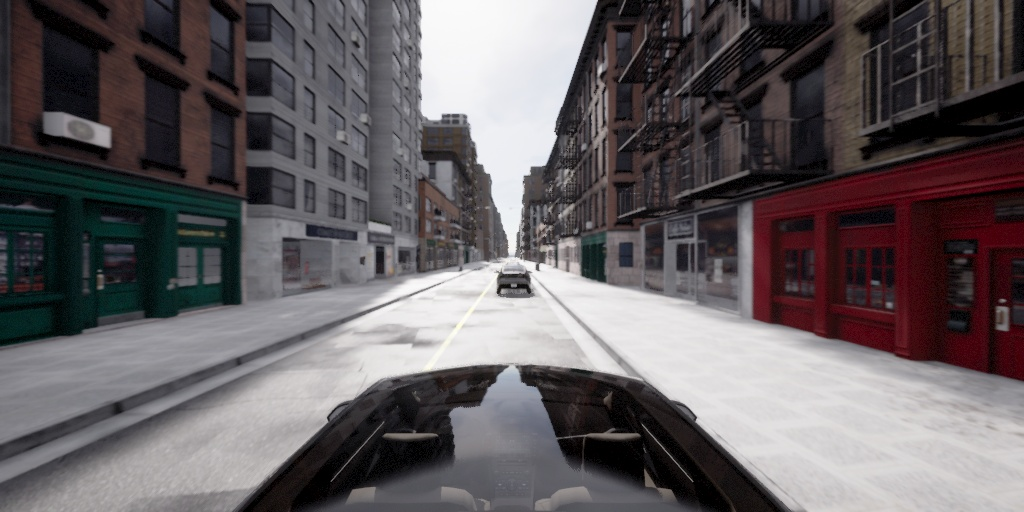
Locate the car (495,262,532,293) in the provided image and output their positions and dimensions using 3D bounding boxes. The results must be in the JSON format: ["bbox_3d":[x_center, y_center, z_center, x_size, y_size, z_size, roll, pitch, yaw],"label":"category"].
[{"bbox_3d":[0.100,1.253,20.798,1.837,1.490,4.892,0,0,0],"label":"car"}]
